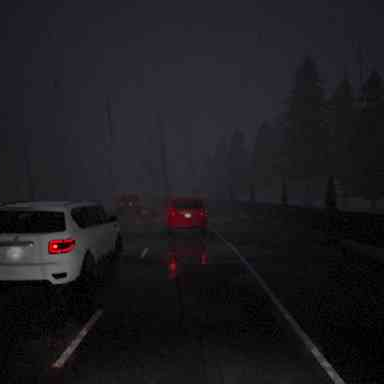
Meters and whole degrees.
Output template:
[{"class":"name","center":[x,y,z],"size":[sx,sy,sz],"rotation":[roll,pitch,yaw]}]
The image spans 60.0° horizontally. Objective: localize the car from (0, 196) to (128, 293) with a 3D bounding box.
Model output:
[{"class":"car","center":[-3.435,1.253,9.119],"size":[2.150,2.045,5.566],"rotation":[0,0,-1]}]

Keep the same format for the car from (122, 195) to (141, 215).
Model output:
[{"class":"car","center":[-6.732,1.342,35.542],"size":[2.150,2.045,5.566],"rotation":[0,0,-14]}]

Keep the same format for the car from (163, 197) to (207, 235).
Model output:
[{"class":"car","center":[-0.450,1.287,19.279],"size":[2.150,2.045,5.566],"rotation":[0,0,-5]}]

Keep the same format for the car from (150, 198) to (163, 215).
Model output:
[{"class":"car","center":[-3.327,1.475,36.083],"size":[2.097,1.767,4.553],"rotation":[0,0,-13]}]

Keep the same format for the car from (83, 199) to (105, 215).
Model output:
[{"class":"car","center":[-10.595,1.615,36.303],"size":[2.128,1.511,4.902],"rotation":[0,0,-15]}]

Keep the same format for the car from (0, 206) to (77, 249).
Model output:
[{"class":"car","center":[-7.231,1.532,16.013],"size":[1.882,1.535,5.008],"rotation":[0,0,-4]}]
